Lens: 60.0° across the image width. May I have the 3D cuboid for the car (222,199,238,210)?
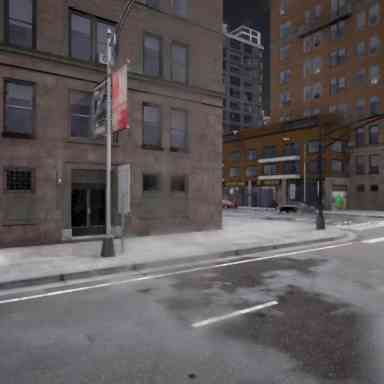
[{"bbox_3d":[4.238,1.594,43.304,1.802,1.307,4.206,0,0,-35],"label":"car"}]

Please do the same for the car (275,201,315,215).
[{"bbox_3d":[10.593,1.580,34.298,1.947,1.339,4.313,0,0,-35],"label":"car"}]
